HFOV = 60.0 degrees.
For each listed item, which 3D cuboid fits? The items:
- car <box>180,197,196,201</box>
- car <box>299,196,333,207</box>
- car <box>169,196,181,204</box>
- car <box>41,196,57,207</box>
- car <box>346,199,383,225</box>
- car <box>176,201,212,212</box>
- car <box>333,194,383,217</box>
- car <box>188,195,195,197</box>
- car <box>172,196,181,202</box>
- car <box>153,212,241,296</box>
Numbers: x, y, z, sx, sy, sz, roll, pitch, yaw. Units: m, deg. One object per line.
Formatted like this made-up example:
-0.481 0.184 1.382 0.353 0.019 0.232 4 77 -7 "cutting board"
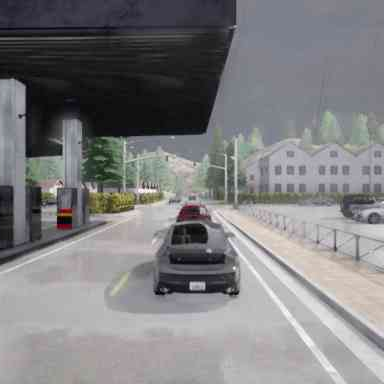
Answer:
0.114 1.506 28.569 1.837 1.490 4.892 0 0 0 "car"
17.989 1.299 47.978 4.902 1.511 2.128 0 0 0 "car"
-3.461 1.563 65.524 1.994 1.385 4.181 0 0 0 "car"
-19.427 1.316 47.876 4.902 1.511 2.128 1 0 0 "car"
12.697 1.361 22.012 3.806 1.475 1.970 0 0 0 "car"
0.111 1.477 18.587 1.882 1.535 5.008 0 0 0 "car"
13.291 1.077 25.340 3.866 1.878 1.905 0 0 0 "car"
0.050 1.499 84.076 1.837 1.490 4.892 0 0 0 "car"
-3.455 1.594 75.519 1.895 1.301 4.718 0 0 0 "car"
0.104 1.506 8.653 1.837 1.490 4.892 0 0 0 "car"
